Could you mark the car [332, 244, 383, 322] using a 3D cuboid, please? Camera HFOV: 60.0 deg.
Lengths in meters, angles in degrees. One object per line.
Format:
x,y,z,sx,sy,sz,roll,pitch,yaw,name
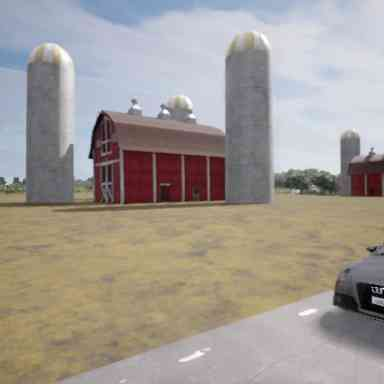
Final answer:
4.595,1.551,6.490,4.181,1.385,1.994,-1,-1,-37,car
